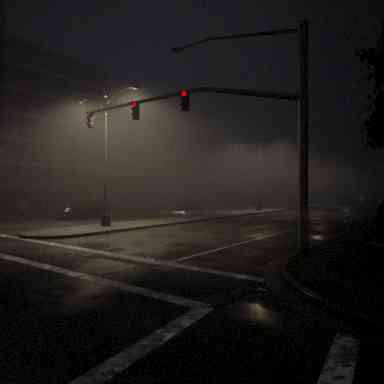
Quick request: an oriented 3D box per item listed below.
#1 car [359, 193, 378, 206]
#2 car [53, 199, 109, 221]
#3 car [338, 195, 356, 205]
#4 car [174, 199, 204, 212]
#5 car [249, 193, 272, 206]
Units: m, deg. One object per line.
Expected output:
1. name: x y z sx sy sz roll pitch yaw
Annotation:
1. car: 28.722 1.223 54.041 2.150 2.045 5.566 0 0 36
2. car: -9.162 1.359 27.649 2.097 1.767 4.553 0 0 36
3. car: 26.655 1.355 57.155 2.097 1.767 4.553 0 0 36
4. car: -0.306 1.570 39.869 1.994 1.385 4.181 0 0 36
5. car: 11.742 1.249 56.340 2.150 2.045 5.566 0 0 36
